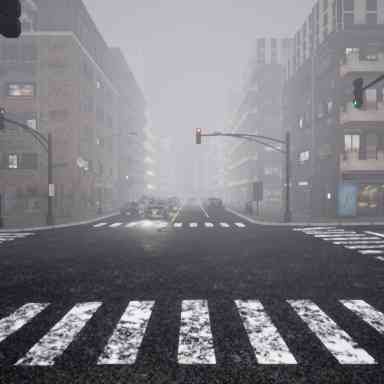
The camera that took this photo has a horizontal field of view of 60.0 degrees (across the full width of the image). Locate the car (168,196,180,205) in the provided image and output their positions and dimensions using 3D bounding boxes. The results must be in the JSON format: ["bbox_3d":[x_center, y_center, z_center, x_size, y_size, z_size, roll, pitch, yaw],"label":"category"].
[{"bbox_3d":[-3.134,1.498,59.934,1.882,1.535,5.008,0,0,0],"label":"car"}]

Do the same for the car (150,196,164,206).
[{"bbox_3d":[-5.771,1.457,54.943,1.967,1.590,4.097,0,0,0],"label":"car"}]

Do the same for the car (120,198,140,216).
[{"bbox_3d":[-5.737,1.572,32.212,1.947,1.339,4.313,0,0,0],"label":"car"}]

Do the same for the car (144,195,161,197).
[{"bbox_3d":[-5.755,1.326,43.578,2.192,1.841,5.009,0,0,0],"label":"car"}]

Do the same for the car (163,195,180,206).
[{"bbox_3d":[-3.162,1.578,49.924,1.994,1.385,4.181,0,0,0],"label":"car"}]

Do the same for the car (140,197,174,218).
[{"bbox_3d":[-3.136,1.497,30.647,2.128,1.511,4.902,0,0,1],"label":"car"}]

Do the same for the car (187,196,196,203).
[{"bbox_3d":[-0.061,1.539,70.634,2.128,1.511,4.902,0,0,0],"label":"car"}]

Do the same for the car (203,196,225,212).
[{"bbox_3d":[2.634,1.448,37.910,1.967,1.590,4.097,0,0,0],"label":"car"}]

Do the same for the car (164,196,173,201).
[{"bbox_3d":[-5.814,1.589,83.354,2.008,1.369,4.403,0,0,0],"label":"car"}]

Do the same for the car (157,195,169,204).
[{"bbox_3d":[-5.788,1.465,66.308,1.967,1.590,4.097,0,0,0],"label":"car"}]

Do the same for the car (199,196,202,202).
[{"bbox_3d":[2.609,1.599,54.957,1.802,1.307,4.206,0,0,0],"label":"car"}]

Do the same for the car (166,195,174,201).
[{"bbox_3d":[-5.823,1.595,89.037,2.008,1.369,4.403,0,0,0],"label":"car"}]

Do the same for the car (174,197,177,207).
[{"bbox_3d":[-3.158,1.610,39.946,1.895,1.301,4.718,0,0,0],"label":"car"}]

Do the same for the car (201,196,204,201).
[{"bbox_3d":[2.626,1.451,43.592,1.967,1.590,4.097,0,0,0],"label":"car"}]

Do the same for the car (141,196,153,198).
[{"bbox_3d":[-5.746,1.534,37.725,1.752,1.417,4.829,0,0,0],"label":"car"}]
